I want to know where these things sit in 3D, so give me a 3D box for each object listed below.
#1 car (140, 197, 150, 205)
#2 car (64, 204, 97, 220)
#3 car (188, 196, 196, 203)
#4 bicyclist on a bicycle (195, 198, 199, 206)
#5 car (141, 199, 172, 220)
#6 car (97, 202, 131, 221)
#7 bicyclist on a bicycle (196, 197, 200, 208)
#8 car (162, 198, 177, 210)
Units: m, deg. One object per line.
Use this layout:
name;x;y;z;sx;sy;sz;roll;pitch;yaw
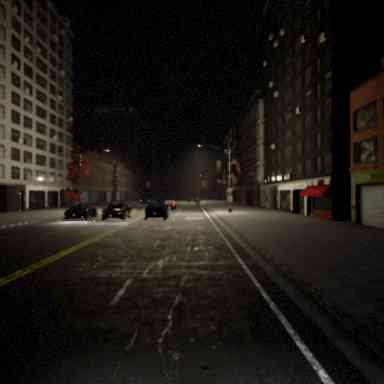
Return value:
car;-9.719;1.782;70.014;2.097;1.767;4.553;0;0;0
car;-9.833;1.752;29.682;1.994;1.385;4.181;0;0;0
car;0.038;1.776;82.153;2.097;1.767;4.553;0;0;0
bicyclist on a bicycle;0.923;1.846;62.073;0.582;1.620;1.656;0;-1;0
car;-3.135;1.670;30.462;1.882;1.535;5.008;0;0;0
car;-6.584;1.690;29.319;1.837;1.490;4.892;0;0;0
bicyclist on a bicycle;0.917;1.707;53.038;0.659;1.776;1.843;0;0;0
car;-3.127;1.907;48.307;1.895;1.301;4.718;0;0;0
